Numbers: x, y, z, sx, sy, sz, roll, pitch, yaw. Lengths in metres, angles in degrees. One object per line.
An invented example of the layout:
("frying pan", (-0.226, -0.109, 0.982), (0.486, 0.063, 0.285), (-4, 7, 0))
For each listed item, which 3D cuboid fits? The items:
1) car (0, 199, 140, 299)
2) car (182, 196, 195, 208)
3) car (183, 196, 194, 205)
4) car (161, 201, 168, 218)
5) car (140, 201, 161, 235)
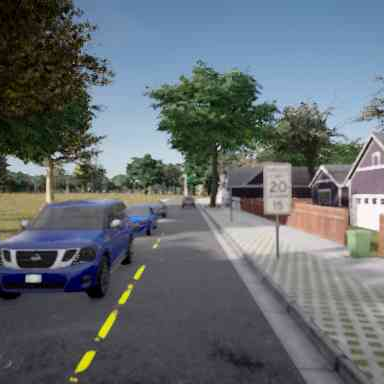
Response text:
("car", (-2.947, 1.237, 8.876), (2.150, 2.045, 5.566), (0, 0, -1))
("car", (-0.476, 1.474, 47.738), (2.128, 1.511, 4.902), (0, 0, 0))
("car", (-0.688, 1.460, 57.812), (1.837, 1.490, 4.892), (0, 0, -1))
("car", (-3.188, 1.544, 30.046), (1.812, 1.442, 4.674), (0, 0, 0))
("car", (-3.063, 1.496, 18.950), (1.882, 1.535, 5.008), (0, 0, -1))
